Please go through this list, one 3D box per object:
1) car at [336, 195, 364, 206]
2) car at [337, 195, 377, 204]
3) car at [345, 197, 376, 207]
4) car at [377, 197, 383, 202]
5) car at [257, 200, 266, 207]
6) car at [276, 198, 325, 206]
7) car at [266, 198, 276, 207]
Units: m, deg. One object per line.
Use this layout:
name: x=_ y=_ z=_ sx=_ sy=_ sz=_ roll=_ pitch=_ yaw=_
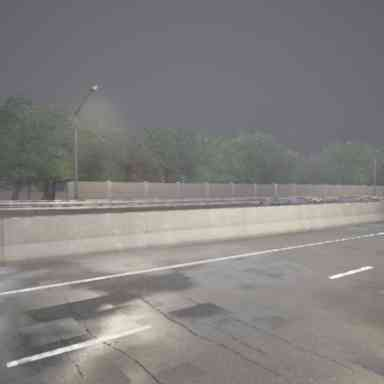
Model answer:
car: x=24.513 y=1.274 z=51.536 sx=4.892 sy=1.490 sz=1.837 roll=0 pitch=0 yaw=-35
car: x=15.573 y=1.360 z=32.269 sx=4.892 sy=1.490 sz=1.837 roll=0 pitch=0 yaw=-35
car: x=23.686 y=1.386 z=46.663 sx=4.718 sy=1.301 sz=1.895 roll=0 pitch=0 yaw=-35
car: x=26.166 y=1.289 z=44.128 sx=4.892 sy=1.490 sz=1.837 roll=0 pitch=0 yaw=-35
car: x=9.980 y=1.417 z=41.172 sx=4.181 sy=1.385 sz=1.994 roll=0 pitch=0 yaw=-35
car: x=11.273 y=1.416 z=33.504 sx=5.357 sy=1.411 sz=2.033 roll=0 pitch=0 yaw=-35
car: x=10.922 y=1.460 z=37.547 sx=4.718 sy=1.301 sz=1.895 roll=0 pitch=0 yaw=-35
